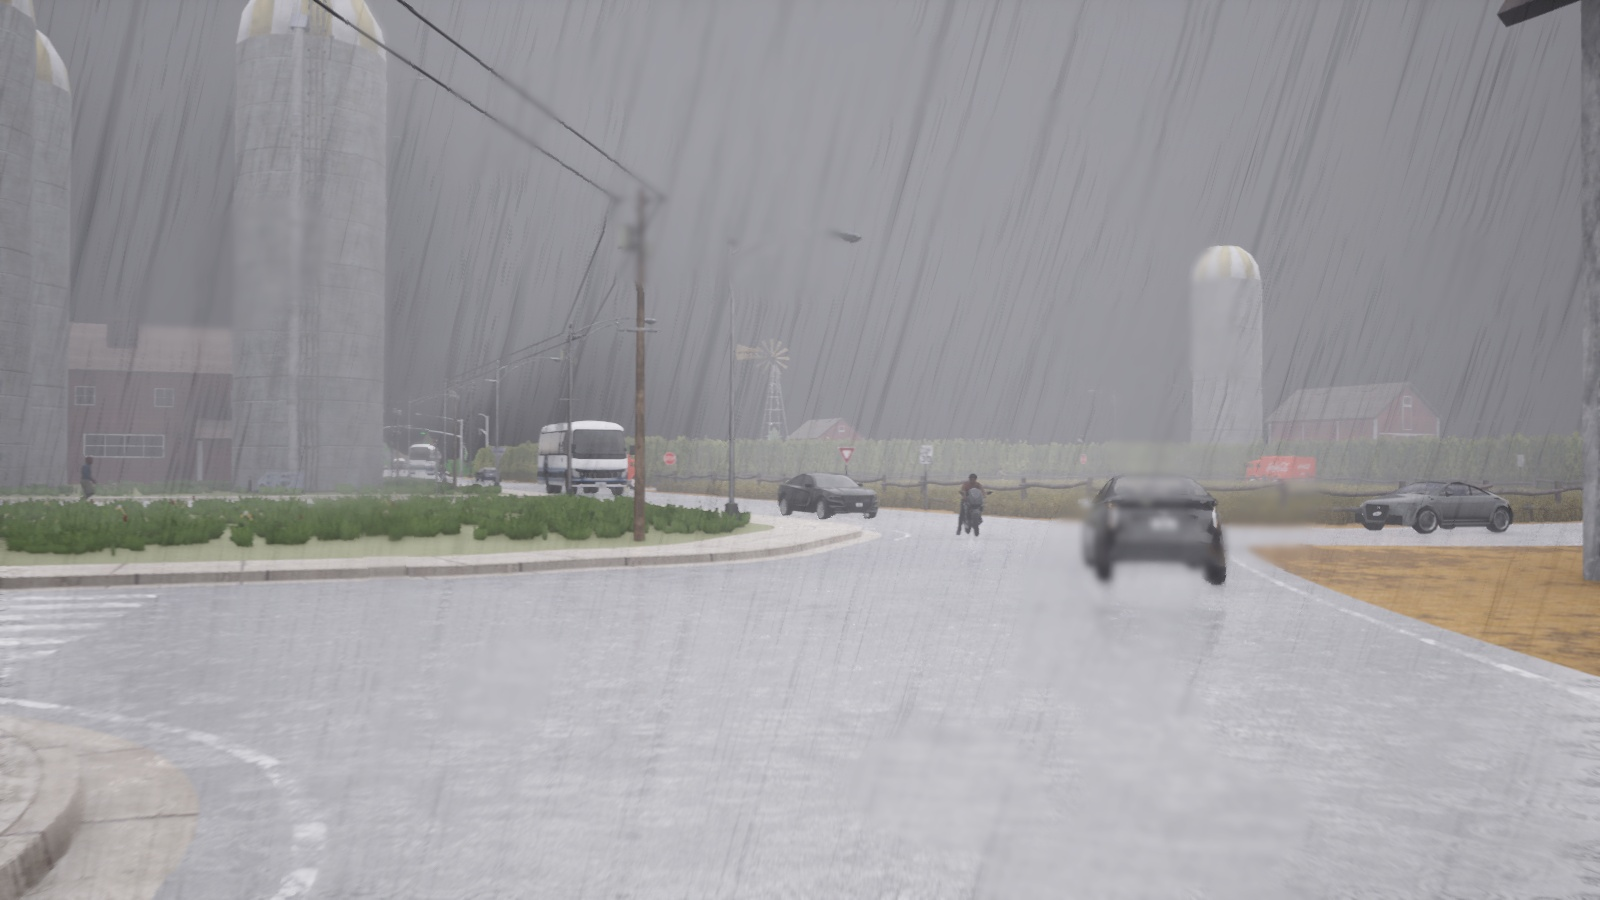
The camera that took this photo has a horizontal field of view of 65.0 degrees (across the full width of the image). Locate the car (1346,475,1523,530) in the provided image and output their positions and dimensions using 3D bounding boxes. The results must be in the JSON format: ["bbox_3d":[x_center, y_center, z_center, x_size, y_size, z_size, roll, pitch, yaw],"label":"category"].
[{"bbox_3d":[17.374,1.405,34.404,4.181,1.385,1.994,0,-1,-20],"label":"car"}]

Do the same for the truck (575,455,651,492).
[{"bbox_3d":[-12.942,1.642,87.231,2.627,2.467,5.204,-2,-2,29],"label":"truck"}]

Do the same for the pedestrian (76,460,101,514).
[{"bbox_3d":[-24.228,1.245,42.768,0.726,1.835,0.370,0,-1,-25],"label":"pedestrian"}]

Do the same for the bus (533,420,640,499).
[{"bbox_3d":[-12.665,0.579,73.455,3.944,4.253,10.273,0,-1,-23],"label":"bus"}]

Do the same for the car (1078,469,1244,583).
[{"bbox_3d":[5.372,1.066,19.243,2.007,1.525,4.514,0,-1,11],"label":"car"}]

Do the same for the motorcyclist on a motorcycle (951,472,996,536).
[{"bbox_3d":[4.231,1.299,30.755,0.797,1.523,2.044,0,-1,0],"label":"motorcyclist on a motorcycle"}]

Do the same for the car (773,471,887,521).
[{"bbox_3d":[0.916,1.472,41.862,1.882,1.535,5.008,0,-1,-23],"label":"car"}]
